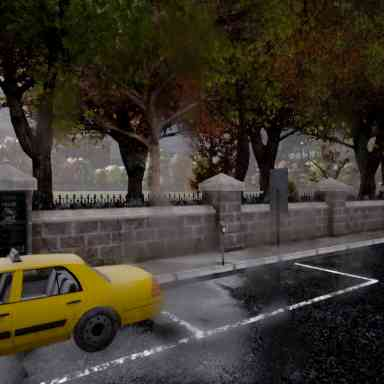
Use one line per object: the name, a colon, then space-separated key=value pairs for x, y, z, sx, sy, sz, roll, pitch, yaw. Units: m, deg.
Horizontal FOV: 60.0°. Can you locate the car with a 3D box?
car: x=-2.749 y=1.525 z=4.598 sx=4.829 sy=1.417 sz=1.752 roll=0 pitch=0 yaw=-35
